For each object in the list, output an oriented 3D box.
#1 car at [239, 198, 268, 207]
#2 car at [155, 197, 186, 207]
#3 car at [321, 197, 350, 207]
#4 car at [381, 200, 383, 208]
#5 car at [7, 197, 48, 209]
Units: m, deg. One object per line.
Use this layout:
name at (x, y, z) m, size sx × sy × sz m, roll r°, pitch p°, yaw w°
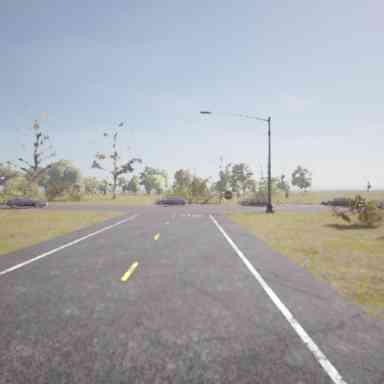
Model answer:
car at (9.515, 1.589, 50.857) m, size 4.674 × 1.442 × 1.812 m, roll 0°, pitch 0°, yaw -2°
car at (-3.197, 1.502, 50.533) m, size 4.674 × 1.442 × 1.812 m, roll 0°, pitch 0°, yaw -1°
car at (22.456, 1.576, 51.242) m, size 5.008 × 1.535 × 1.882 m, roll -1°, pitch 0°, yaw -2°
car at (26.780, 1.647, 44.355) m, size 4.181 × 1.385 × 1.994 m, roll 0°, pitch 0°, yaw -2°
car at (-21.234, 1.399, 43.022) m, size 4.902 × 1.511 × 2.128 m, roll 0°, pitch 0°, yaw -2°
